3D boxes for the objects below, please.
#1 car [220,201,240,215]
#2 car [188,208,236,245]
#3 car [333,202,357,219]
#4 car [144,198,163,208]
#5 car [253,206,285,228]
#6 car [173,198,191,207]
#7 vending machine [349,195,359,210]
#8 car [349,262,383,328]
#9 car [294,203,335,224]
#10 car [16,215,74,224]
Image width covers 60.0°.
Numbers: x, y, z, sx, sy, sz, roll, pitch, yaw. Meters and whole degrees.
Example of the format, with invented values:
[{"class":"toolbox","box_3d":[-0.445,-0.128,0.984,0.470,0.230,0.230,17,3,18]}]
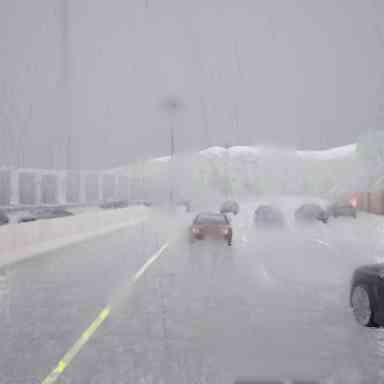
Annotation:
[{"class":"car","box_3d":[4.177,1.713,36.562,2.033,1.411,5.357,0,0,12]},{"class":"car","box_3d":[0.962,1.671,16.033,1.895,1.301,4.718,0,0,5]},{"class":"car","box_3d":[13.758,1.669,30.887,2.128,1.511,4.902,0,0,11]},{"class":"car","box_3d":[-6.231,1.672,52.841,1.882,1.535,5.008,0,0,17]},{"class":"car","box_3d":[5.355,1.664,23.457,2.033,1.411,5.357,0,0,8]},{"class":"car","box_3d":[-1.589,1.726,56.009,1.837,1.490,4.892,0,0,18]},{"class":"vending machine","box_3d":[22.777,1.471,46.809,1.100,2.100,0.880,0,0,17]},{"class":"car","box_3d":[3.734,1.523,4.146,2.128,1.511,4.902,0,0,2]},{"class":"car","box_3d":[9.328,1.690,26.256,2.033,1.411,5.357,0,0,9]},{"class":"car","box_3d":[-9.205,1.618,21.221,1.994,1.385,4.181,0,0,7]}]
